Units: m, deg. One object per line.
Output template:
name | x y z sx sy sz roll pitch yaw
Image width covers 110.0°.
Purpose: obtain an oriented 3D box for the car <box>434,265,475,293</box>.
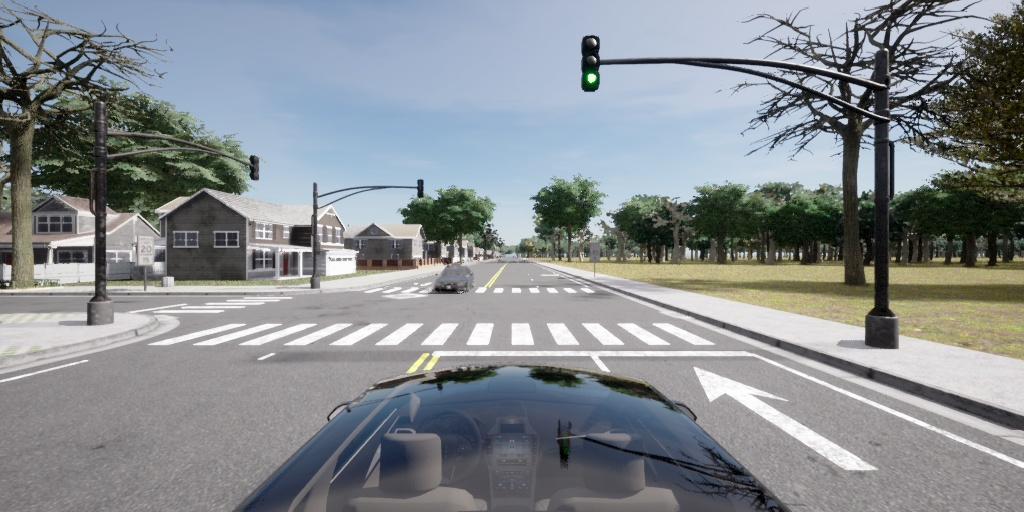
car | -3.221 1.321 20.736 1.837 1.490 4.892 0 1 0
